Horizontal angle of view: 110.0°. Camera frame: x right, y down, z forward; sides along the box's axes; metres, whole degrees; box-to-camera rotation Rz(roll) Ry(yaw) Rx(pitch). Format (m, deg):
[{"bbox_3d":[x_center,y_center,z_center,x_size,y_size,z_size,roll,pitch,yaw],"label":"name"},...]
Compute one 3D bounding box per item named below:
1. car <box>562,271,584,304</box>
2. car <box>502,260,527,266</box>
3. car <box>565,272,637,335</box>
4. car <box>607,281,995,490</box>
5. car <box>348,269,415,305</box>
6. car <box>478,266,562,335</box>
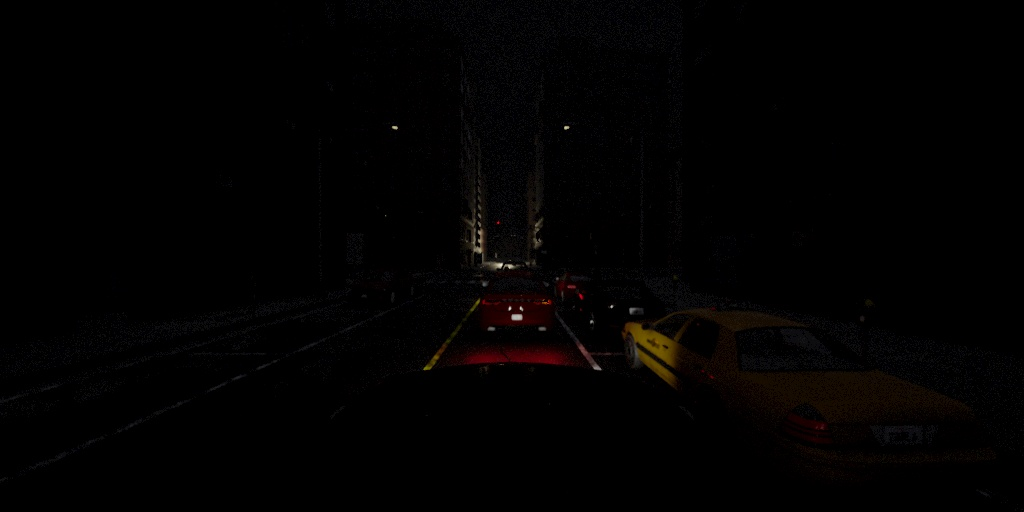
[{"bbox_3d":[2.904,1.323,15.932,1.802,1.307,4.207,0,0,0],"label":"car"},{"bbox_3d":[0.138,1.090,20.857,2.097,1.767,4.553,0,0,0],"label":"car"},{"bbox_3d":[2.891,1.310,10.346,1.948,1.339,4.313,0,0,0],"label":"car"},{"bbox_3d":[2.879,1.273,4.930,1.751,1.417,4.829,0,0,0],"label":"car"},{"bbox_3d":[-5.641,1.286,15.949,1.888,1.381,4.507,0,0,0],"label":"car"},{"bbox_3d":[0.115,1.222,10.527,1.882,1.535,5.008,0,0,0],"label":"car"}]
